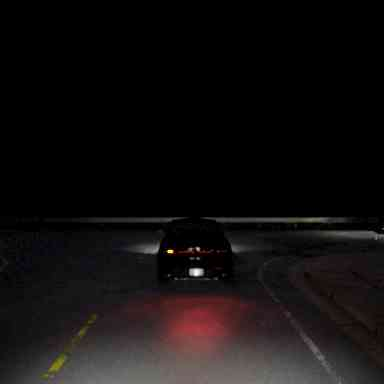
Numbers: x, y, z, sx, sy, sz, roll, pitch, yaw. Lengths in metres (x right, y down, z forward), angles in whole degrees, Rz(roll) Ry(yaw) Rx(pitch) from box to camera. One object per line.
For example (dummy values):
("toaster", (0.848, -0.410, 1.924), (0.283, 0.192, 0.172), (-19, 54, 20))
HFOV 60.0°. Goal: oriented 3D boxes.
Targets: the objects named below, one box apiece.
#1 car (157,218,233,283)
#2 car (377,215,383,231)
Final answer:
("car", (0.036, 1.513, 9.652), (1.837, 1.490, 4.892), (0, 0, -1))
("car", (13.032, 1.490, 18.782), (4.553, 1.767, 2.097), (0, 0, 0))
